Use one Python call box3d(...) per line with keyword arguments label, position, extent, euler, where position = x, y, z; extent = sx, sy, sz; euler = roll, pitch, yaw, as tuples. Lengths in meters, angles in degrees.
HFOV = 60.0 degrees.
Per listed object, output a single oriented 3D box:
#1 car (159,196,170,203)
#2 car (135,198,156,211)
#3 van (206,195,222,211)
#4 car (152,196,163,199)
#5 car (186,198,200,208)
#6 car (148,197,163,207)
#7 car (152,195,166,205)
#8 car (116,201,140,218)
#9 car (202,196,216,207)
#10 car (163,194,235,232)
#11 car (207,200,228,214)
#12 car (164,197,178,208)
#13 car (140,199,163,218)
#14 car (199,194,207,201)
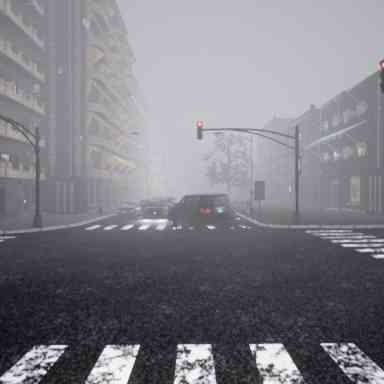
box3d(label="car", position=(-5.680, 1.537, 68.893), extent=(1.802, 1.307, 4.206), euler=(0, 0, 0))
box3d(label="car", position=(-5.685, 1.523, 41.225), extent=(1.887, 1.381, 4.507), euler=(0, 0, 0))
box3d(label="van", position=(2.694, 1.319, 41.216), extent=(1.690, 1.788, 3.998), euler=(0, 0, 0))
box3d(label="car", position=(-3.092, 1.527, 38.666), extent=(2.033, 1.411, 5.357), euler=(0, 0, 0))
box3d(label="car", position=(0.110, 1.573, 48.807), extent=(1.895, 1.301, 4.718), euler=(0, 0, 0))
box3d(label="car", position=(-5.683, 1.551, 52.293), extent=(1.802, 1.307, 4.206), euler=(0, 0, 0))
box3d(label="car", position=(-5.683, 1.405, 57.826), extent=(1.967, 1.590, 4.097), euler=(0, 0, 0))
box3d(label="car", position=(-5.688, 1.536, 30.158), extent=(2.008, 1.369, 4.403), euler=(0, 0, 0))
box3d(label="car", position=(2.697, 1.409, 52.284), extent=(1.967, 1.590, 4.097), euler=(0, 0, 0))
box3d(label="car", position=(0.398, 1.168, 20.004), extent=(2.150, 2.045, 5.566), euler=(-2, -1, -25))
box3d(label="car", position=(2.695, 1.548, 35.683), extent=(1.947, 1.339, 4.313), euler=(0, 0, 0))
box3d(label="car", position=(-3.077, 1.498, 48.984), extent=(1.812, 1.442, 4.674), euler=(0, 0, 0))
box3d(label="car", position=(-3.103, 1.550, 29.318), extent=(1.994, 1.385, 4.181), euler=(0, 0, -1))
box3d(label="car", position=(2.703, 1.378, 85.484), extent=(1.967, 1.590, 4.097), euler=(0, 0, 0))
